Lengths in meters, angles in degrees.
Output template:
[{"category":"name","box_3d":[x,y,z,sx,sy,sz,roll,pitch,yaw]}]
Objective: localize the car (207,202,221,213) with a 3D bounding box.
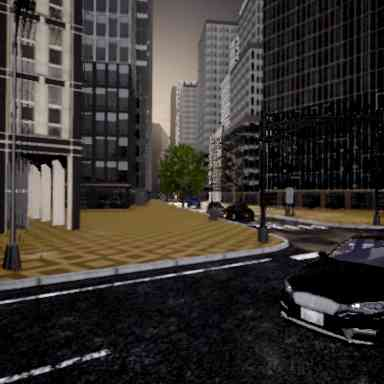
[{"category":"car","box_3d":[3.119,2.081,43.503,1.812,1.442,4.674,0,0,-7]}]

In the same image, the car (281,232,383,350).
[{"category":"car","box_3d":[3.722,1.563,6.269,4.902,1.511,2.128,1,0,-36]}]

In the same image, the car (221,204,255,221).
[{"category":"car","box_3d":[4.561,1.889,32.116,1.882,1.535,5.008,0,-1,-7]}]

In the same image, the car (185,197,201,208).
[{"category":"car","box_3d":[0.406,2.066,65.506,2.150,2.045,5.566,1,-1,-7]}]
